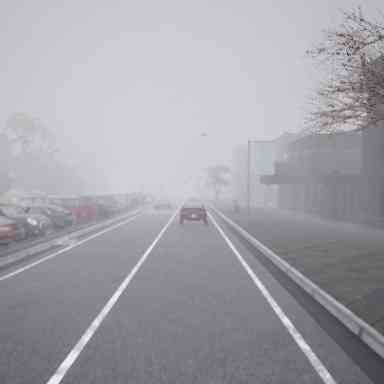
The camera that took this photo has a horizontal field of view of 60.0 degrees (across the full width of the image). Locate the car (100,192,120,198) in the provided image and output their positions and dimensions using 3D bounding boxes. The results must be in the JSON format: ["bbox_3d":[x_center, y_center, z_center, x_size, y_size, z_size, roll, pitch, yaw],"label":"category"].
[{"bbox_3d":[-22.105,0.851,90.049,4.892,1.521,2.231,0,1,0],"label":"car"}]

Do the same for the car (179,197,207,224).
[{"bbox_3d":[0.098,1.400,24.357,1.882,1.535,5.008,0,1,0],"label":"car"}]

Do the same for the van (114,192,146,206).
[{"bbox_3d":[-9.092,1.034,49.220,4.442,1.987,1.878,0,1,0],"label":"van"}]

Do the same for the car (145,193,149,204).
[{"bbox_3d":[-8.966,1.288,46.419,5.008,1.535,2.097,0,1,0],"label":"car"}]

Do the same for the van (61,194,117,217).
[{"bbox_3d":[-9.065,1.180,29.588,4.442,1.987,1.878,0,0,0],"label":"van"}]

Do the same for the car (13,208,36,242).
[{"bbox_3d":[-8.922,1.485,12.771,4.674,1.452,2.002,0,0,0],"label":"car"}]

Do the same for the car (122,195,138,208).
[{"bbox_3d":[-8.989,1.392,38.008,4.792,1.488,2.163,0,0,0],"label":"car"}]

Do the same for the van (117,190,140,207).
[{"bbox_3d":[-9.080,1.113,40.808,4.442,1.987,1.878,0,0,0],"label":"van"}]

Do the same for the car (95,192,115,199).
[{"bbox_3d":[-22.135,0.779,84.497,4.553,1.767,2.185,0,1,0],"label":"car"}]

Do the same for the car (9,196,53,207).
[{"bbox_3d":[-22.044,1.298,45.643,4.892,1.521,2.231,0,1,0],"label":"car"}]

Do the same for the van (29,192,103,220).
[{"bbox_3d":[-9.057,1.193,23.983,4.442,1.987,1.878,0,0,0],"label":"van"}]

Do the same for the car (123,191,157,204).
[{"bbox_3d":[-8.958,0.923,57.629,5.566,2.045,2.435,0,1,0],"label":"car"}]

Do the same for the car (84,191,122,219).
[{"bbox_3d":[-8.916,1.161,26.787,5.566,2.045,2.435,0,0,0],"label":"car"}]

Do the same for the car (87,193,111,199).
[{"bbox_3d":[-22.091,0.959,78.948,5.008,1.535,2.097,0,1,0],"label":"car"}]

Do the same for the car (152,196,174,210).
[{"bbox_3d":[-3.336,1.361,39.572,1.812,1.442,4.674,0,0,0],"label":"car"}]

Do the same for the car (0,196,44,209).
[{"bbox_3d":[-22.041,1.322,42.865,5.008,1.535,2.097,0,0,0],"label":"car"}]

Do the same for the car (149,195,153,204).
[{"bbox_3d":[-8.982,1.271,52.026,4.674,1.452,2.002,0,1,0],"label":"car"}]

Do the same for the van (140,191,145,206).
[{"bbox_3d":[-8.851,1.090,43.610,4.442,1.987,1.878,0,1,0],"label":"van"}]

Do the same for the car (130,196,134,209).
[{"bbox_3d":[-8.953,1.420,35.200,4.674,1.452,2.002,0,0,0],"label":"car"}]

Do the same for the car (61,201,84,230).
[{"bbox_3d":[-8.926,1.433,18.377,4.892,1.521,2.231,0,0,0],"label":"car"}]

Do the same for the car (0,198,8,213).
[{"bbox_3d":[-22.063,1.413,34.533,4.792,1.488,2.163,0,0,0],"label":"car"}]

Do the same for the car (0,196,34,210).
[{"bbox_3d":[-22.227,1.343,40.088,5.366,1.575,1.946,0,0,0],"label":"car"}]

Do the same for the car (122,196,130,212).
[{"bbox_3d":[-8.958,1.394,32.396,4.892,1.521,2.231,0,0,0],"label":"car"}]

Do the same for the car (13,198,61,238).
[{"bbox_3d":[-8.960,1.313,15.574,4.553,1.767,2.185,0,0,0],"label":"car"}]

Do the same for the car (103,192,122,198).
[{"bbox_3d":[-22.144,0.853,92.824,4.792,1.488,2.163,0,1,0],"label":"car"}]

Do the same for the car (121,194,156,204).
[{"bbox_3d":[-8.798,1.200,54.829,5.366,1.575,1.946,0,1,0],"label":"car"}]

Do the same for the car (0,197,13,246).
[{"bbox_3d":[-8.893,1.200,9.967,5.566,2.045,2.435,0,0,0],"label":"car"}]

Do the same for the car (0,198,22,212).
[{"bbox_3d":[-22.009,1.399,37.316,4.792,1.488,2.163,0,0,0],"label":"car"}]

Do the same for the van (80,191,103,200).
[{"bbox_3d":[-22.205,0.789,73.393,4.442,1.987,1.878,0,1,0],"label":"van"}]

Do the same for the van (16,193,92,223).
[{"bbox_3d":[-9.053,1.200,21.180,4.442,1.987,1.878,0,0,0],"label":"van"}]
